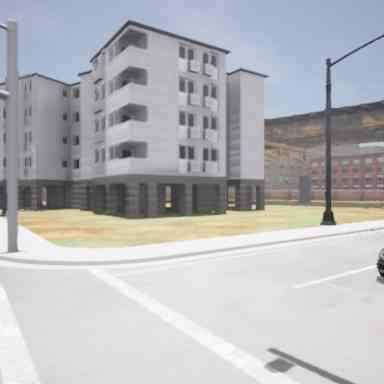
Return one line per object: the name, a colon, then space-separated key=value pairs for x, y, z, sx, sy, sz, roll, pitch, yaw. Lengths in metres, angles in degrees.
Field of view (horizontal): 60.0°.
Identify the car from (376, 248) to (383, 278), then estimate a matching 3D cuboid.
car: x=6.772 y=1.501 z=8.796 sx=4.674 sy=1.442 sz=1.812 roll=0 pitch=0 yaw=-35
